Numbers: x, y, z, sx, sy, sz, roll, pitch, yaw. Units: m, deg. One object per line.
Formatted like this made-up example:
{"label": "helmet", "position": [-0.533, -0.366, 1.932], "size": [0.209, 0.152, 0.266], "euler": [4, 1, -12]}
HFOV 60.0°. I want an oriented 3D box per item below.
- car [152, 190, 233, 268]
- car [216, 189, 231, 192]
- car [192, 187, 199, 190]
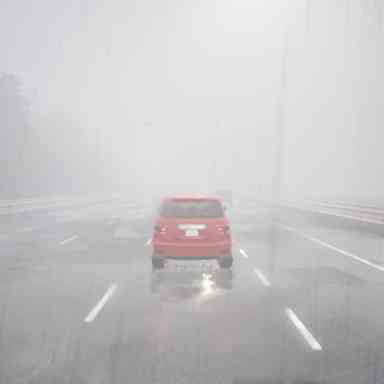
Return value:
{"label": "car", "position": [-0.003, 1.070, 10.876], "size": [2.150, 2.045, 5.566], "euler": [0, 1, 0]}
{"label": "car", "position": [3.647, 0.634, 40.228], "size": [2.150, 2.045, 5.566], "euler": [0, 1, 0]}
{"label": "car", "position": [0.440, 0.137, 82.919], "size": [1.812, 1.442, 4.674], "euler": [0, 1, 1]}
